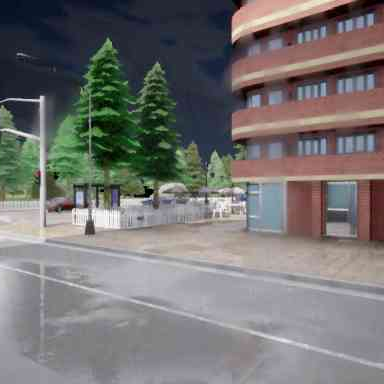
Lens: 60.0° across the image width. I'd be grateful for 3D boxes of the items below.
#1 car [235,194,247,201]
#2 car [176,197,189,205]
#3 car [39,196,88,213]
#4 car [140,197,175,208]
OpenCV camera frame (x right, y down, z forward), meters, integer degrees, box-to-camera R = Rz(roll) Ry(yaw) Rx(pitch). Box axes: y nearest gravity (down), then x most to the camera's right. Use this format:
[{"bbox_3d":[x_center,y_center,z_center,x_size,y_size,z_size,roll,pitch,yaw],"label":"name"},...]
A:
[{"bbox_3d":[10.346,1.225,60.060,5.566,2.045,2.150,0,0,-25],"label":"car"},{"bbox_3d":[-2.424,1.508,55.565,4.181,1.385,1.994,0,0,-41],"label":"car"},{"bbox_3d":[-13.660,1.296,36.129,2.097,1.767,4.553,0,0,36],"label":"car"},{"bbox_3d":[-5.192,1.422,47.563,1.882,1.535,5.008,0,0,39],"label":"car"}]
